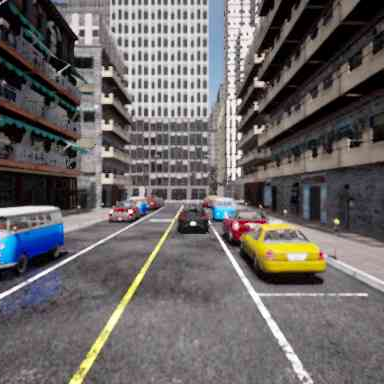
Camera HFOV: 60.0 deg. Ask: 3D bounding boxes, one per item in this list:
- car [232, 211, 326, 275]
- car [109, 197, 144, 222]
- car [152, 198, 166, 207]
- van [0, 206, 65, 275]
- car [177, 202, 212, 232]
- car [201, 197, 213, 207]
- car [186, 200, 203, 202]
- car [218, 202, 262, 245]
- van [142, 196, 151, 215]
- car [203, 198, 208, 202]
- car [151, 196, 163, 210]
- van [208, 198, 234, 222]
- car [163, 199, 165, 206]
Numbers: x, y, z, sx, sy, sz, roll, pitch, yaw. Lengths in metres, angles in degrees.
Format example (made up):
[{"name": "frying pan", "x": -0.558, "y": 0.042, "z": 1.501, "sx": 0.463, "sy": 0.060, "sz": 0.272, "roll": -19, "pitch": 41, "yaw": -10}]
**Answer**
[{"name": "car", "x": 2.539, "y": 1.544, "z": 10.374, "sx": 1.752, "sy": 1.417, "sz": 4.829, "roll": -1, "pitch": 0, "yaw": 0}, {"name": "car", "x": -5.372, "y": 1.493, "z": 26.818, "sx": 1.967, "sy": 1.590, "sz": 4.097, "roll": -1, "pitch": 0, "yaw": 0}, {"name": "car", "x": -5.422, "y": 1.645, "z": 54.563, "sx": 1.887, "sy": 1.381, "sz": 4.507, "roll": -1, "pitch": 0, "yaw": 0}, {"name": "van", "x": -5.343, "y": 1.363, "z": 10.171, "sx": 1.690, "sy": 1.788, "sz": 3.998, "roll": -1, "pitch": 0, "yaw": 0}, {"name": "car", "x": 0.061, "y": 1.565, "z": 20.474, "sx": 1.812, "sy": 1.442, "sz": 4.674, "roll": 0, "pitch": 0, "yaw": 0}, {"name": "car", "x": 2.458, "y": 1.622, "z": 54.766, "sx": 1.752, "sy": 1.417, "sz": 4.829, "roll": -1, "pitch": 0, "yaw": 0}, {"name": "car", "x": 0.029, "y": 1.674, "z": 40.233, "sx": 1.895, "sy": 1.301, "sz": 4.718, "roll": 0, "pitch": 0, "yaw": 0}, {"name": "car", "x": 2.528, "y": 1.469, "z": 15.753, "sx": 1.967, "sy": 1.590, "sz": 4.097, "roll": -1, "pitch": 0, "yaw": 0}, {"name": "van", "x": -5.384, "y": 1.404, "z": 32.366, "sx": 1.690, "sy": 1.788, "sz": 3.998, "roll": -1, "pitch": 0, "yaw": 0}, {"name": "car", "x": 2.469, "y": 1.632, "z": 49.047, "sx": 1.887, "sy": 1.381, "sz": 4.507, "roll": -1, "pitch": 0, "yaw": 0}, {"name": "car", "x": -5.404, "y": 1.397, "z": 43.465, "sx": 2.192, "sy": 1.841, "sz": 5.009, "roll": -1, "pitch": 0, "yaw": 0}, {"name": "van", "x": 2.507, "y": 1.391, "z": 26.851, "sx": 1.690, "sy": 1.788, "sz": 3.998, "roll": -1, "pitch": 0, "yaw": 0}, {"name": "car", "x": -5.411, "y": 1.657, "z": 49.014, "sx": 1.947, "sy": 1.339, "sz": 4.313, "roll": -1, "pitch": 0, "yaw": 0}]
